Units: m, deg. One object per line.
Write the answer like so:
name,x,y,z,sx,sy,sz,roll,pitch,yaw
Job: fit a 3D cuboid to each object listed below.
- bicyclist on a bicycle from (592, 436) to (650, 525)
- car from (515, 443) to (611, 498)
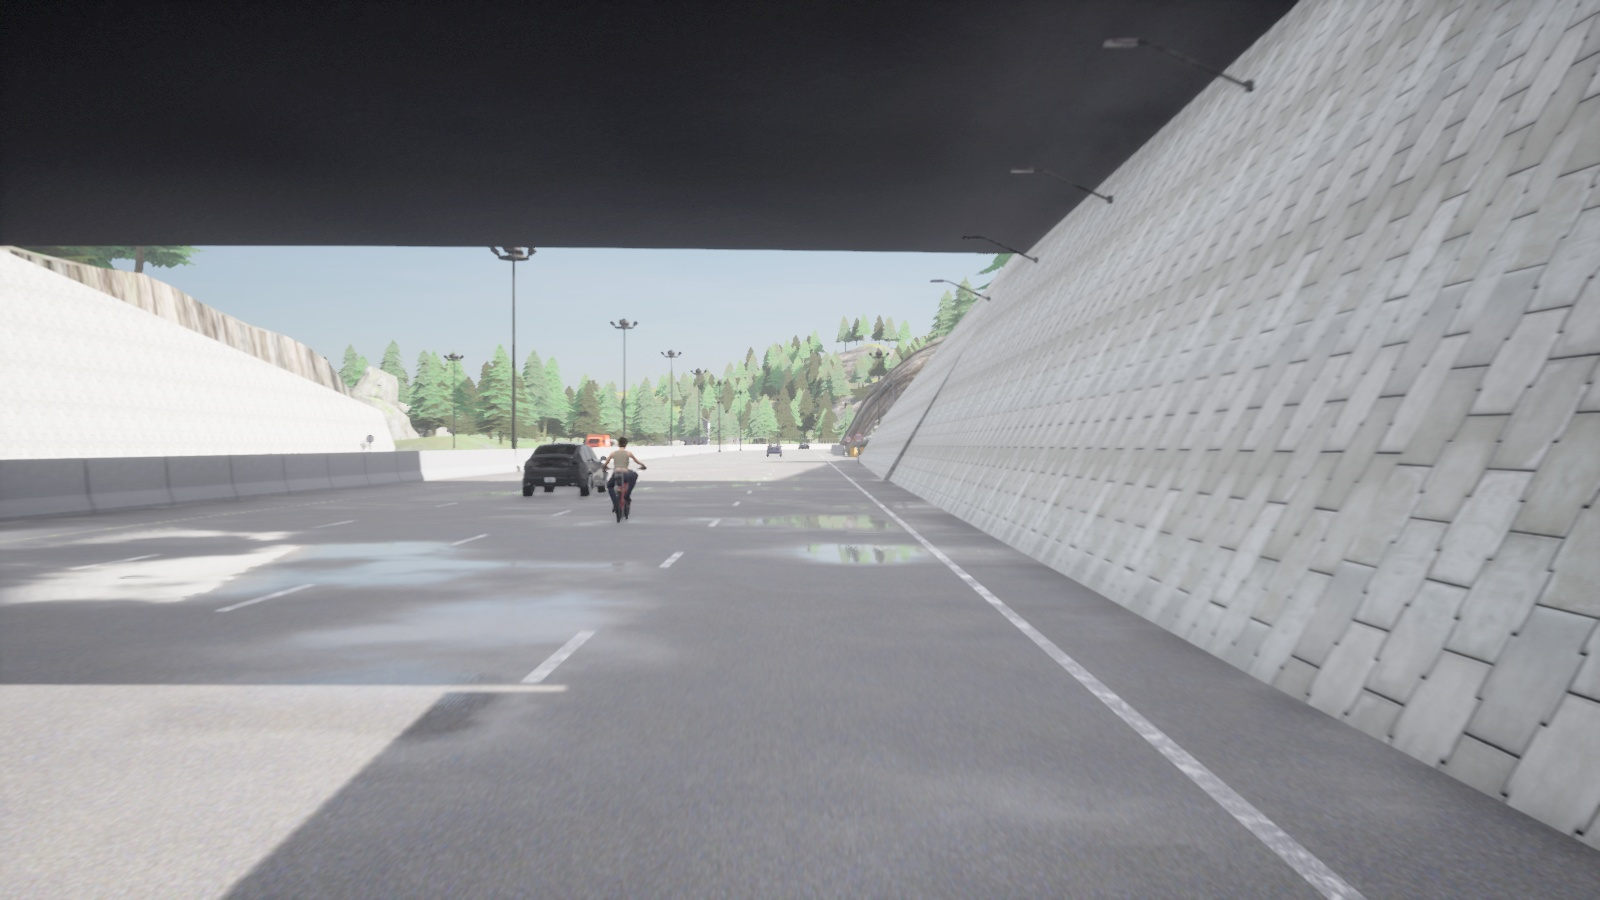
bicyclist on a bicycle,-3.355,0.550,23.664,0.866,1.612,1.509,0,0,1
car,-6.787,0.545,36.401,1.837,1.490,4.892,0,0,0
